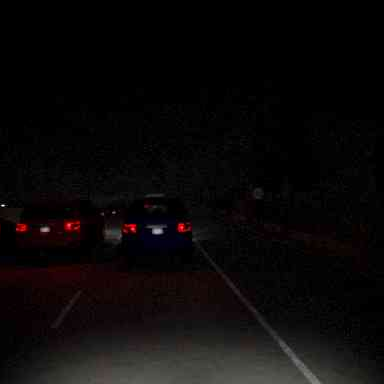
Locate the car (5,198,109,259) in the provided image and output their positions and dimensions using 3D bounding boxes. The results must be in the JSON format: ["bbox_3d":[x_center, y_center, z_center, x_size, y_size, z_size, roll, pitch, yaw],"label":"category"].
[{"bbox_3d":[-4.898,1.258,13.120,2.150,2.045,5.566,-1,1,-6],"label":"car"}]

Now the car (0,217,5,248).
[{"bbox_3d":[-8.446,1.654,13.464,1.994,1.385,4.181,-1,0,-6],"label":"car"}]

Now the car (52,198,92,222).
[{"bbox_3d":[-10.114,1.417,28.381,2.097,1.767,4.553,-1,0,-6],"label":"car"}]

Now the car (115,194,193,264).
[{"bbox_3d":[-1.262,1.198,12.028,2.150,2.045,5.566,-1,0,-6],"label":"car"}]

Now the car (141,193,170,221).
[{"bbox_3d":[-3.079,1.173,28.413,2.150,2.045,5.566,-1,0,-6],"label":"car"}]

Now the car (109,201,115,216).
[{"bbox_3d":[-6.768,1.530,30.044,1.812,1.442,4.674,-1,0,-6],"label":"car"}]
